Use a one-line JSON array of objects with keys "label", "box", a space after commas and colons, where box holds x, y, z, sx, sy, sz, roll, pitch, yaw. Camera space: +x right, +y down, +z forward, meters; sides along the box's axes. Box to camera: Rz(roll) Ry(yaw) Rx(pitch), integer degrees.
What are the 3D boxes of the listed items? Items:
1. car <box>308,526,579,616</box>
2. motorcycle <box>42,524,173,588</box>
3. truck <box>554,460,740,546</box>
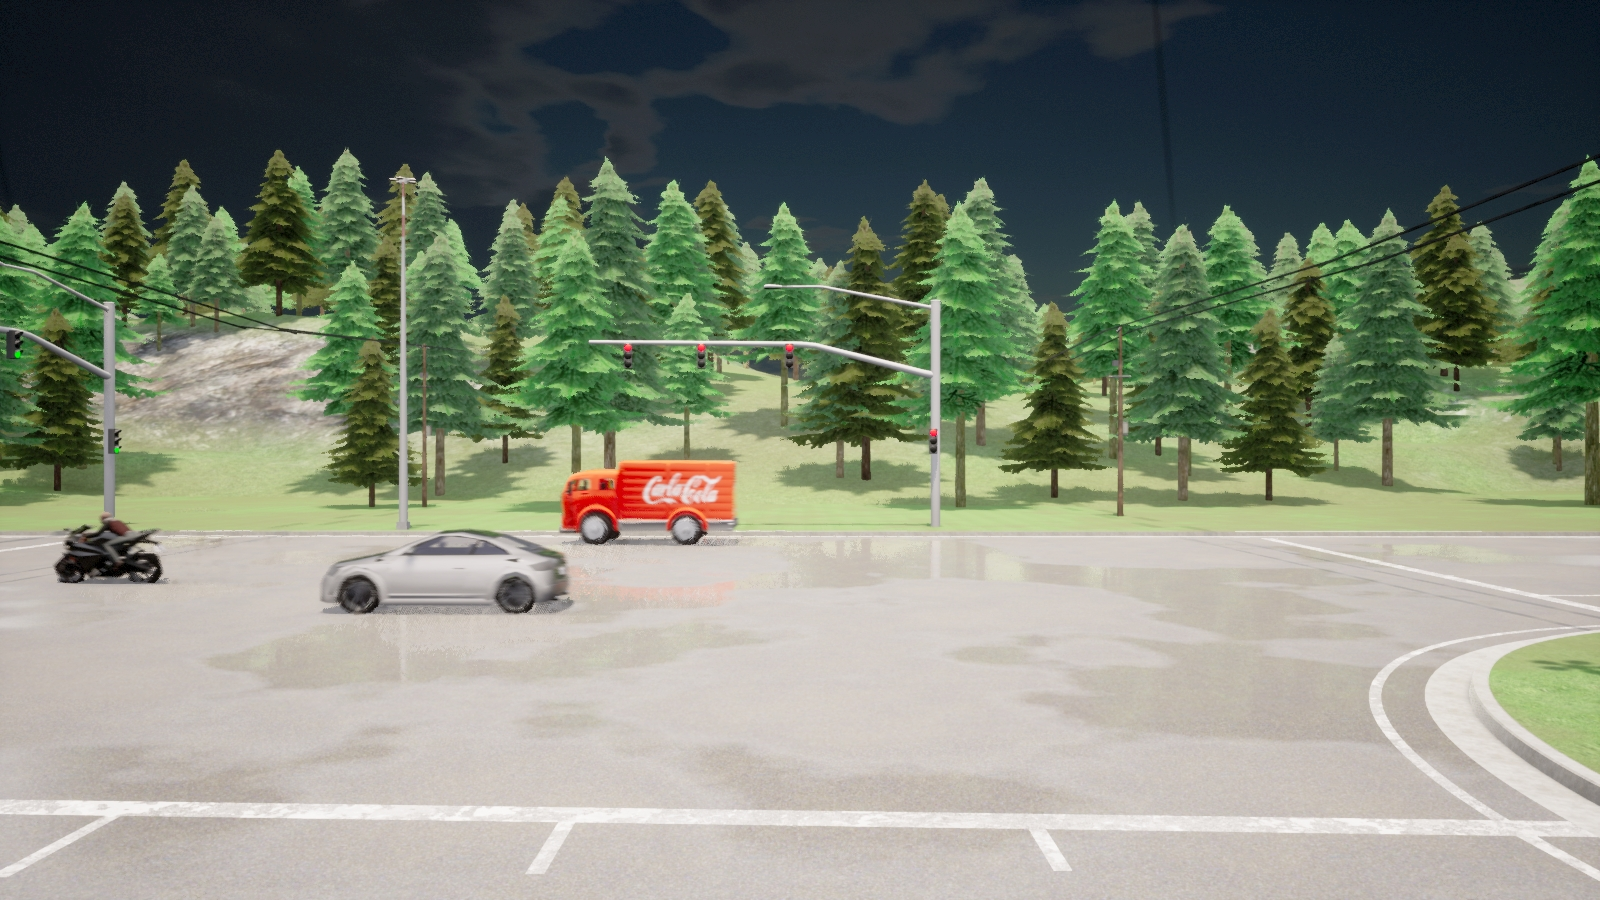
[{"label": "car", "box": [-6.212, 2.105, 20.272, 4.181, 1.385, 1.994, 0, 0, 0]}, {"label": "motorcycle", "box": [-14.424, 2.189, 23.823, 2.209, 1.251, 0.867, 0, 0, 0]}, {"label": "truck", "box": [-4.480, 1.544, 34.262, 5.204, 2.467, 2.627, 0, 0, 0]}]
